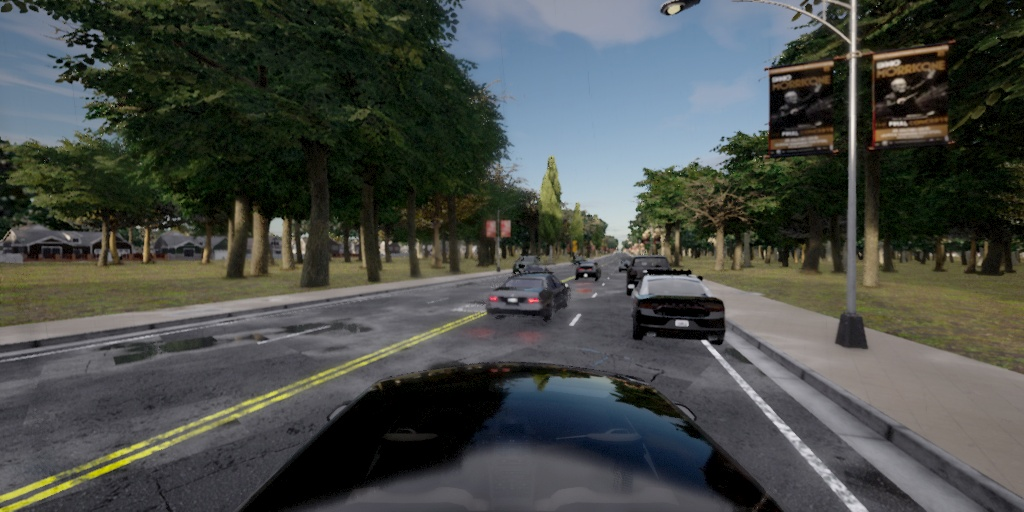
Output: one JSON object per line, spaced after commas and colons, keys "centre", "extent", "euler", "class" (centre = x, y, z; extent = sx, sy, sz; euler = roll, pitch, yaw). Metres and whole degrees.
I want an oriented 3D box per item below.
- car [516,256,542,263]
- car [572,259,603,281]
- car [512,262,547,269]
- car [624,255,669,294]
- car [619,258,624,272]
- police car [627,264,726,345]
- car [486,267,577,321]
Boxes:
{"centre": [1.770, 0.972, 37.654], "extent": [2.150, 2.045, 5.566], "euler": [0, 0, 18], "class": "car"}
{"centre": [6.582, 1.254, 30.679], "extent": [1.837, 1.490, 4.892], "euler": [0, 0, 18], "class": "car"}
{"centre": [1.705, 1.349, 26.738], "extent": [1.895, 1.301, 4.718], "euler": [0, 0, 18], "class": "car"}
{"centre": [7.277, 0.972, 19.257], "extent": [2.150, 2.045, 5.566], "euler": [0, 0, 18], "class": "car"}
{"centre": [14.607, 1.319, 45.440], "extent": [1.994, 1.385, 4.181], "euler": [0, 0, 19], "class": "car"}
{"centre": [4.267, 1.173, 9.805], "extent": [1.930, 1.638, 5.238], "euler": [0, 0, 18], "class": "police car"}
{"centre": [0.796, 1.295, 12.507], "extent": [2.033, 1.411, 5.357], "euler": [0, 0, 18], "class": "car"}
